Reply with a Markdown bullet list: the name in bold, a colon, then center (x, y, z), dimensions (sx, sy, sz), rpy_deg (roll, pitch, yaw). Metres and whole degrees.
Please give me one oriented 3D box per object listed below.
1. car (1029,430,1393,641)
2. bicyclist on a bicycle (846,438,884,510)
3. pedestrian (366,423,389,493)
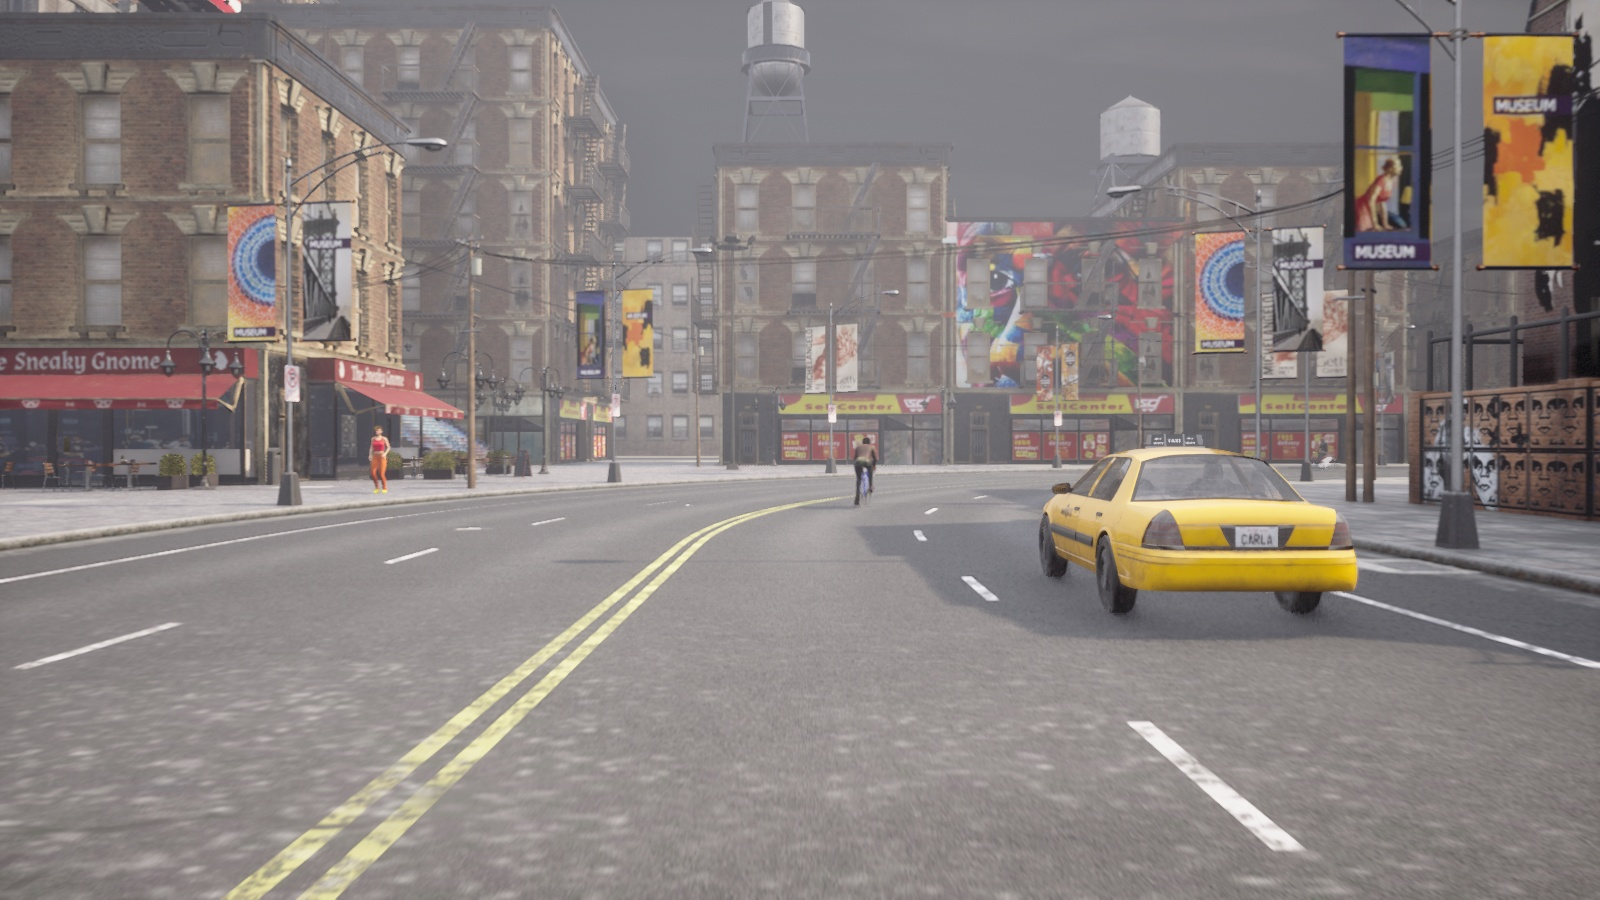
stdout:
- **car**: center (3.555, 0.620, 12.060), dimensions (1.801, 1.575, 5.366), rpy_deg (0, 0, 1)
- **bicyclist on a bicycle**: center (1.514, 0.538, 28.925), dimensions (0.582, 1.620, 1.656), rpy_deg (0, 0, 13)
- **pedestrian**: center (-11.108, 0.208, 33.019), dimensions (0.345, 1.836, 0.594), rpy_deg (0, 0, 7)
